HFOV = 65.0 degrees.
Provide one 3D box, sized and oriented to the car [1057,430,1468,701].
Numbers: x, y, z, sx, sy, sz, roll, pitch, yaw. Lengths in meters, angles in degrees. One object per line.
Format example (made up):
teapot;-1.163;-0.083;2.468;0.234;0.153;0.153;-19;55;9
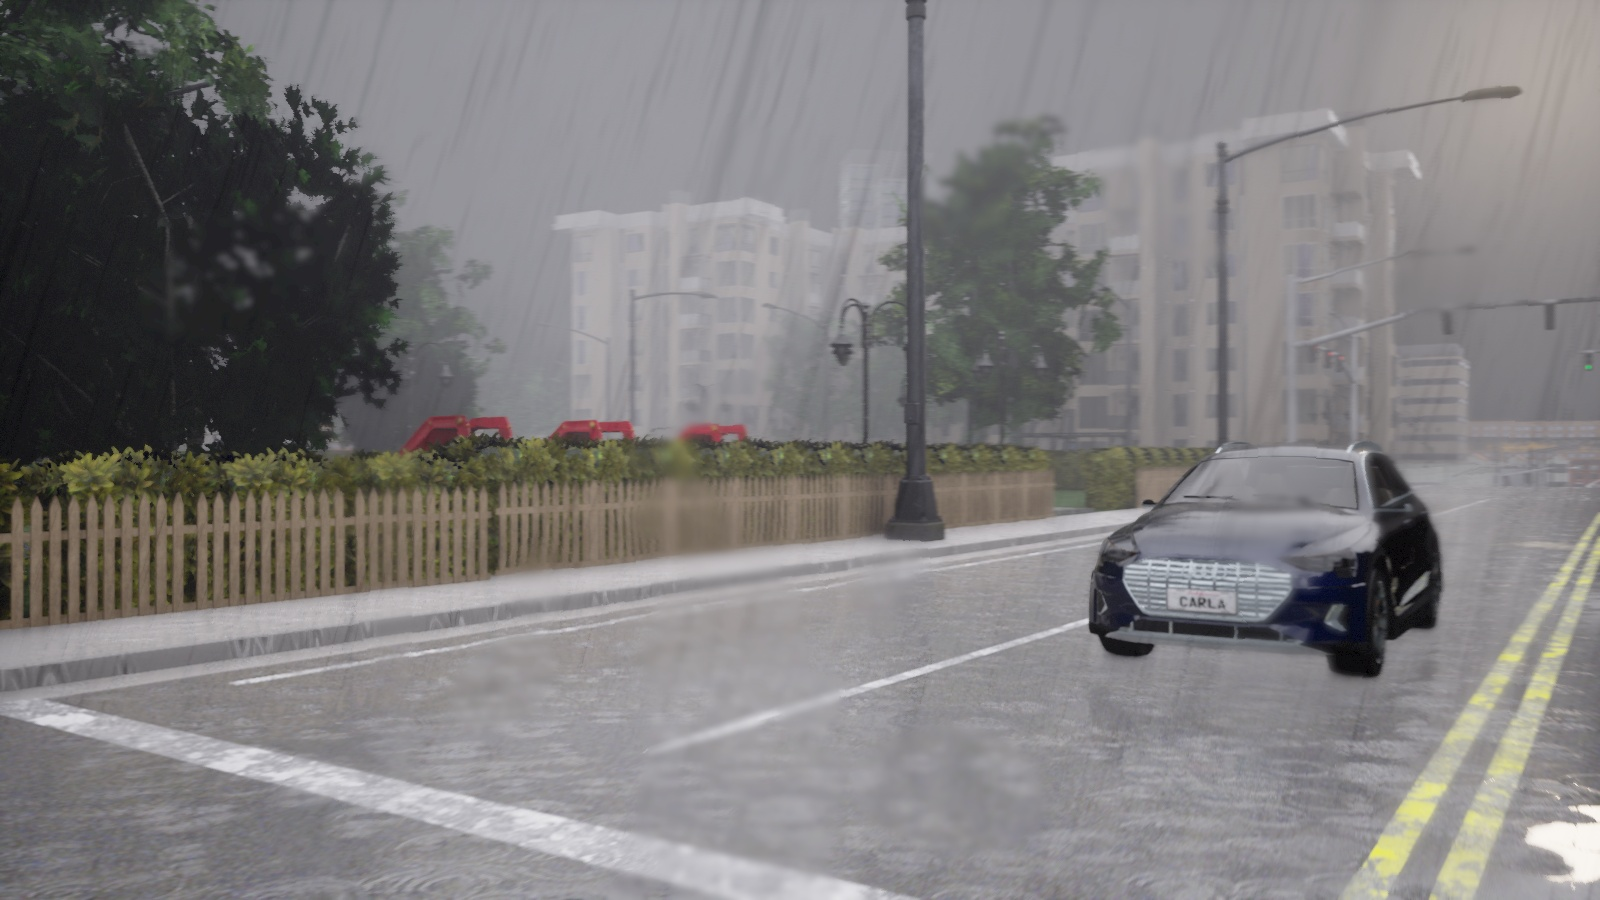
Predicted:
car;4.003;0.713;10.229;2.033;1.649;4.856;0;0;34
